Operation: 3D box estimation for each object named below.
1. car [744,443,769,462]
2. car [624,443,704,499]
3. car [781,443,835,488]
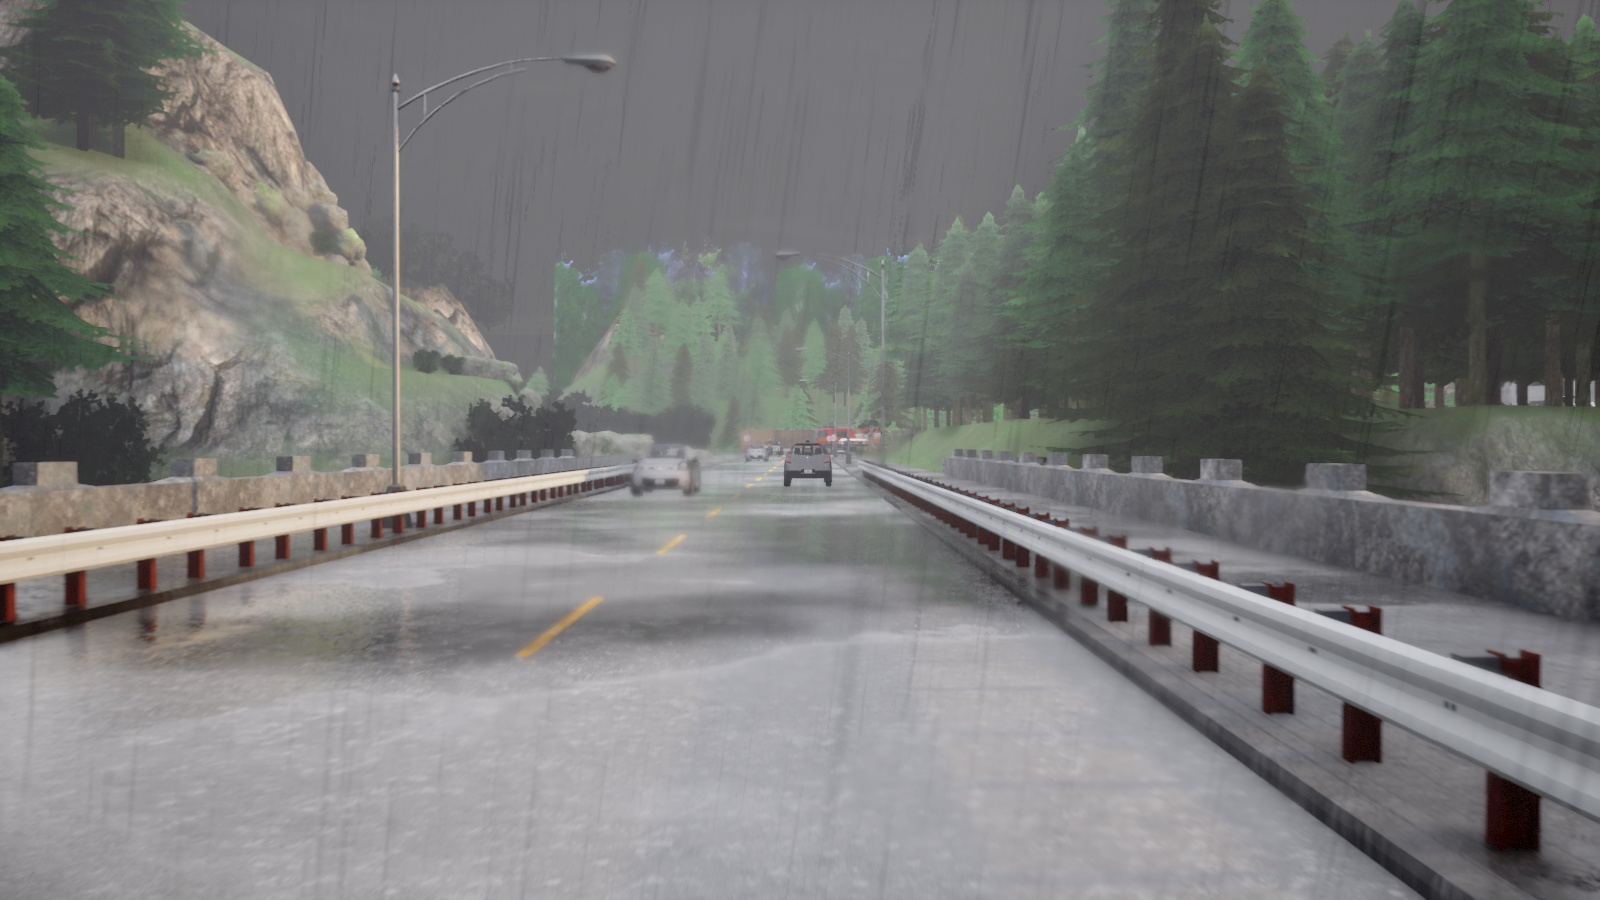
[{"bbox_3d":[-3.405,0.200,98.870,1.845,1.501,3.633,0,0,0],"label":"car"},{"bbox_3d":[-3.776,0.558,35.445,1.845,1.501,3.633,0,0,0],"label":"car"},{"bbox_3d":[0.277,0.512,44.283,1.845,1.501,3.633,0,0,0],"label":"car"}]
